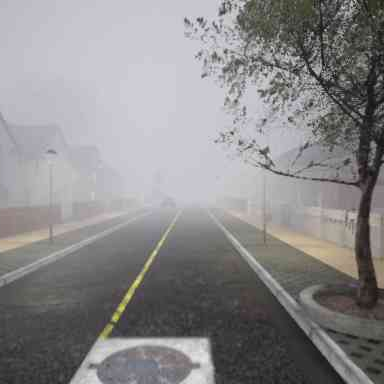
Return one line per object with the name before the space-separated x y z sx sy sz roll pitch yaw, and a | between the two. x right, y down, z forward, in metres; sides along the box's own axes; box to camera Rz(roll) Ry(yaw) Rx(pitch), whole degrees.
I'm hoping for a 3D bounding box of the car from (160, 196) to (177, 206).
car | -2.849 1.243 41.230 1.882 1.535 5.008 0 0 0
